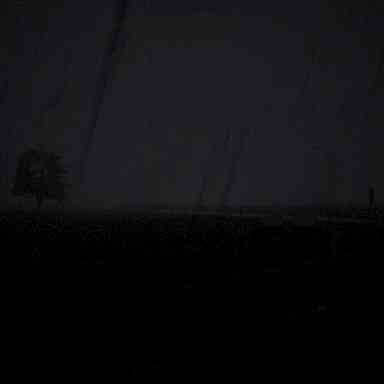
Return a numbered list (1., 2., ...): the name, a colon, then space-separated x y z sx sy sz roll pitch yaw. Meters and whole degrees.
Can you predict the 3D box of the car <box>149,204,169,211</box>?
1. car: -5.978 2.695 59.082 1.895 1.301 4.718 -1 -1 -35
